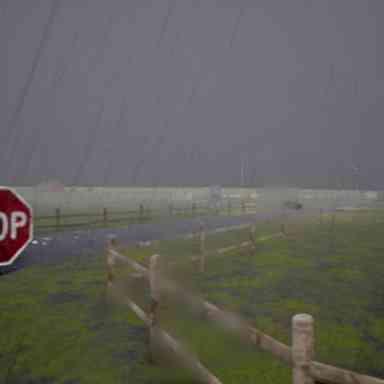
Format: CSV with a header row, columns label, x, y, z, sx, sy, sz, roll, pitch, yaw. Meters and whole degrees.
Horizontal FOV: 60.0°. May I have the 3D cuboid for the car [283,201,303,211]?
label,x,y,z,sx,sy,sz,roll,pitch,yaw
car,15.009,1.997,49.390,1.994,1.385,4.181,1,0,35
